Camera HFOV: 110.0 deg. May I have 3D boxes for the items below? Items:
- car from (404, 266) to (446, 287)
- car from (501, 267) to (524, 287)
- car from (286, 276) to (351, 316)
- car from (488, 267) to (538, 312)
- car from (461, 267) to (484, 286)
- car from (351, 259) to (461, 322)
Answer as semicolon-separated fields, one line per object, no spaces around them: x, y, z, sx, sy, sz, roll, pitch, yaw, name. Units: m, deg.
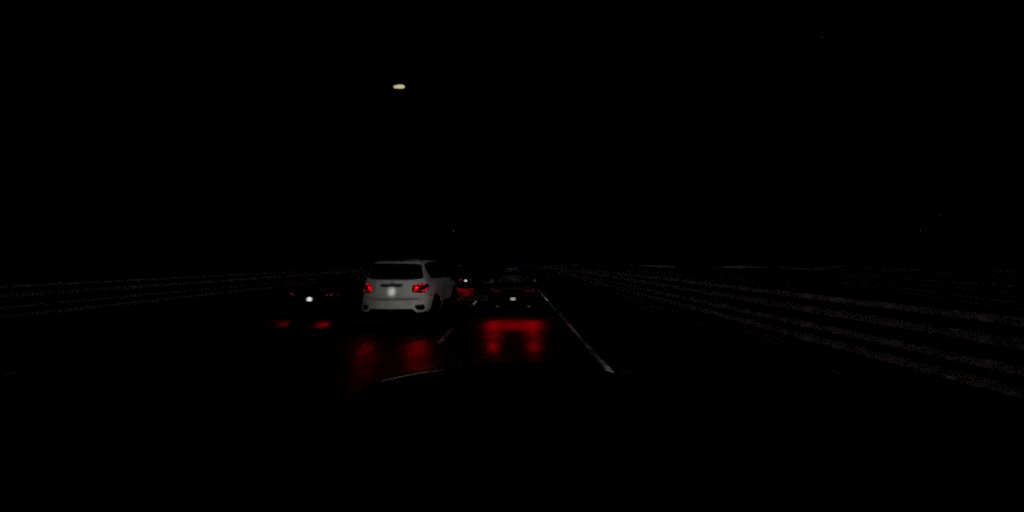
-6.942;1.606;29.147;2.128;1.511;4.902;0;-1;1;car
0.064;1.648;29.838;1.812;1.442;4.674;0;-1;1;car
-6.946;1.480;14.339;1.994;1.385;4.181;0;-1;1;car
0.061;1.404;15.290;1.882;1.535;5.008;0;0;0;car
-3.440;1.620;29.173;1.837;1.490;4.892;0;0;1;car
-3.461;1.121;13.079;2.150;2.045;5.566;0;0;1;car
